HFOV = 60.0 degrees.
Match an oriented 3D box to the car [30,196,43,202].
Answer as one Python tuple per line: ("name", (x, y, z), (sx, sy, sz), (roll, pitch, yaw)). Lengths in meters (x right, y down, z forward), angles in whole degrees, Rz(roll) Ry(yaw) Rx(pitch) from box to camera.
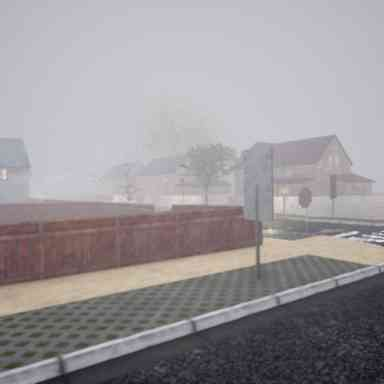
("car", (-37.642, 1.734, 81.165), (1.994, 1.385, 4.181), (-2, 1, -37))
